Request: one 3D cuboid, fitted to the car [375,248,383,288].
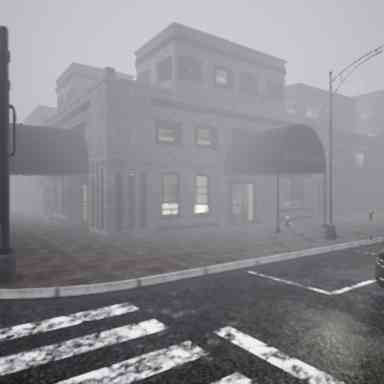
[{"bbox_3d":[6.289,1.451,7.862,5.008,1.535,1.882,0,0,-34],"label":"car"}]
